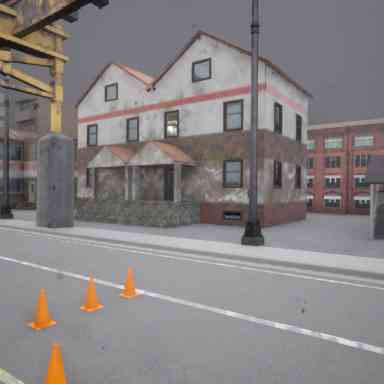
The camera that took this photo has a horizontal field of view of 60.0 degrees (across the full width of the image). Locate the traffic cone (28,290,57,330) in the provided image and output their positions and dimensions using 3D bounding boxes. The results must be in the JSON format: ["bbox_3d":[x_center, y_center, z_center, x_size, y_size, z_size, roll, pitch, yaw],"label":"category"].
[{"bbox_3d":[-2.528,1.949,5.617,0.340,0.580,0.340,0,0,36],"label":"traffic cone"}]

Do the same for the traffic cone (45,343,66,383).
[{"bbox_3d":[-1.492,1.952,3.636,0.340,0.580,0.340,0,0,36],"label":"traffic cone"}]

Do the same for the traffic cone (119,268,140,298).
[{"bbox_3d":[-1.358,1.949,7.239,0.340,0.580,0.340,0,0,36],"label":"traffic cone"}]

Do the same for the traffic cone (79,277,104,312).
[{"bbox_3d":[-1.943,1.949,6.428,0.340,0.580,0.340,0,0,36],"label":"traffic cone"}]
